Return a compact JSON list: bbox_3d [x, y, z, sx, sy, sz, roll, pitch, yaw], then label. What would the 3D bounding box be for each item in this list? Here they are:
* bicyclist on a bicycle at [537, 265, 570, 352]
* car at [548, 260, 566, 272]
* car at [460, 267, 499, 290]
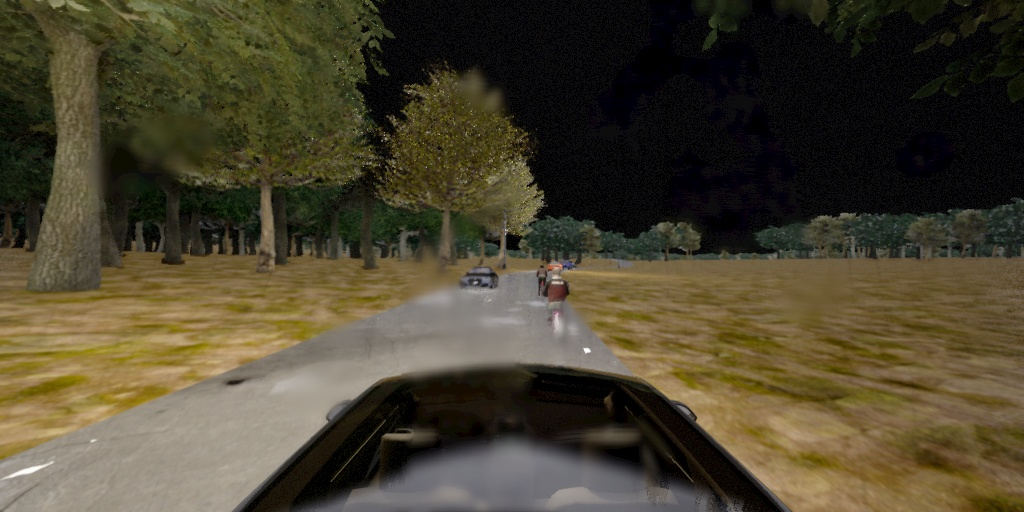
[{"bbox_3d":[0.990,1.130,8.091,0.659,1.776,1.843,0,0,2],"label":"bicyclist on a bicycle"},{"bbox_3d":[7.177,1.646,59.136,2.097,1.767,4.553,0,-1,13],"label":"car"},{"bbox_3d":[-2.000,1.407,23.221,1.994,1.385,4.181,0,0,5],"label":"car"}]
